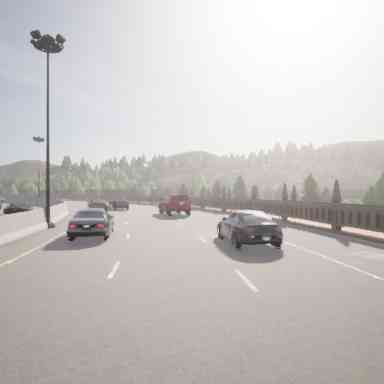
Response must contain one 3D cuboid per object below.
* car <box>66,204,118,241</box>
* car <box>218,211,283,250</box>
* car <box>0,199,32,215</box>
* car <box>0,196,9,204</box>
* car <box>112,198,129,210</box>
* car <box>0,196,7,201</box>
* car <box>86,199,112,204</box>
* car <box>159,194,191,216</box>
[{"bbox_3d":[-5.035,1.547,16.892,2.033,1.411,5.357,0,0,-10],"label":"car"},{"bbox_3d":[2.385,1.525,14.361,1.812,1.442,4.674,0,0,-8],"label":"car"},{"bbox_3d":[-16.241,1.600,31.127,1.895,1.301,4.718,0,0,-20],"label":"car"},{"bbox_3d":[-37.708,1.502,65.456,1.812,1.442,4.674,0,0,-43],"label":"car"},{"bbox_3d":[-9.363,1.490,42.320,2.128,1.511,4.902,0,0,-24],"label":"car"},{"bbox_3d":[-25.016,1.491,42.161,2.128,1.511,4.902,0,0,-29],"label":"car"},{"bbox_3d":[-10.092,1.490,35.055,2.128,1.511,4.902,0,0,-20],"label":"car"},{"bbox_3d":[-1.737,1.215,32.499,2.150,2.045,5.566,0,-1,-17],"label":"car"}]
